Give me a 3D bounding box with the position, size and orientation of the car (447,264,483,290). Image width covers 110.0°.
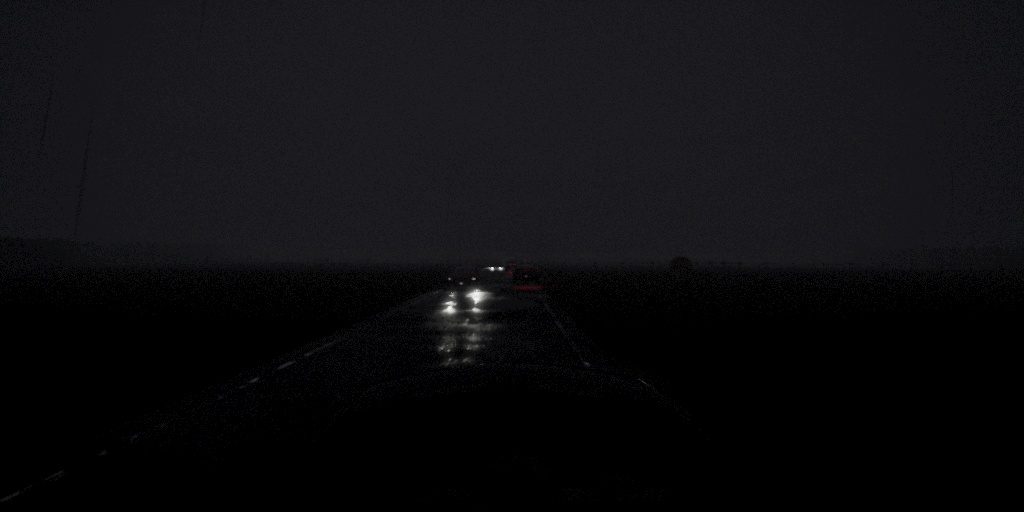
[{"bbox_3d":[-2.845,1.264,22.426,1.812,1.442,4.674,0,0,0],"label":"car"}]

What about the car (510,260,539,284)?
[{"bbox_3d":[0.966,1.214,26.718,1.882,1.535,5.008,0,0,0],"label":"car"}]

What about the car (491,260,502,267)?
[{"bbox_3d":[-2.754,1.305,64.339,1.895,1.301,4.718,0,0,0],"label":"car"}]

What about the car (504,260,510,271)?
[{"bbox_3d":[0.035,1.222,48.295,1.837,1.490,4.892,0,0,0],"label":"car"}]
